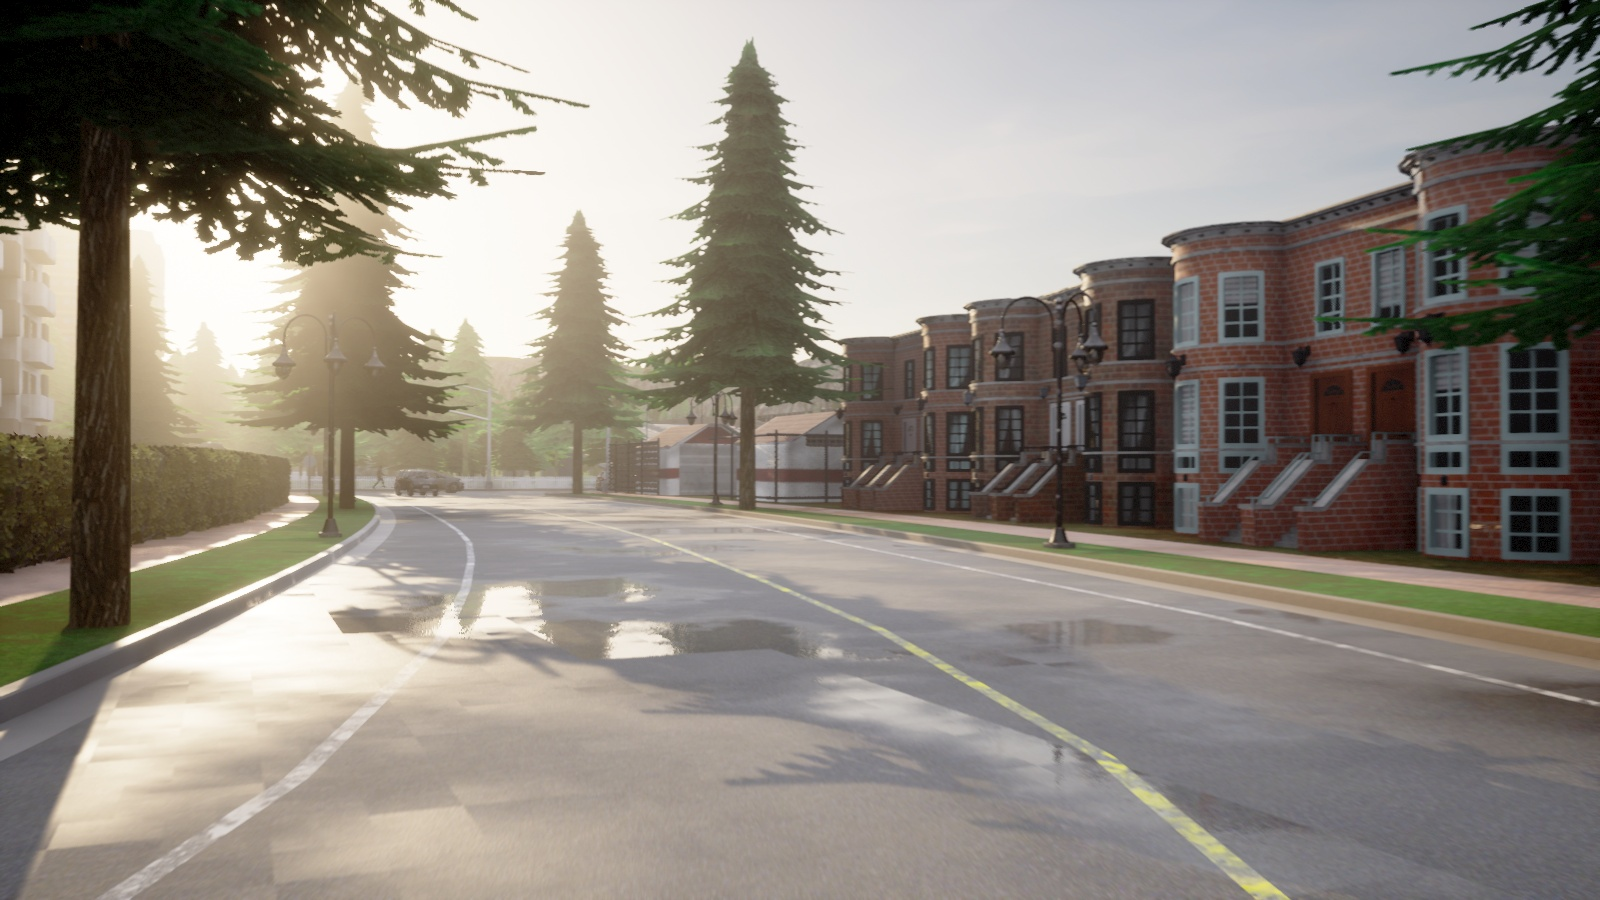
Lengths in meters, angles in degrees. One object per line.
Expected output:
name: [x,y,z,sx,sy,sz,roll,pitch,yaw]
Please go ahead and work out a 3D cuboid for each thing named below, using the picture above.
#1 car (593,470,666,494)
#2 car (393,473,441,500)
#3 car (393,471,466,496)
car: [-11.933,2.226,87.712,4.611,1.667,2.242,0,-1,-23]
car: [-22.734,2.155,74.542,1.789,1.549,3.705,1,-1,-32]
car: [-25.329,2.262,85.822,4.611,1.667,2.242,0,-1,-23]
